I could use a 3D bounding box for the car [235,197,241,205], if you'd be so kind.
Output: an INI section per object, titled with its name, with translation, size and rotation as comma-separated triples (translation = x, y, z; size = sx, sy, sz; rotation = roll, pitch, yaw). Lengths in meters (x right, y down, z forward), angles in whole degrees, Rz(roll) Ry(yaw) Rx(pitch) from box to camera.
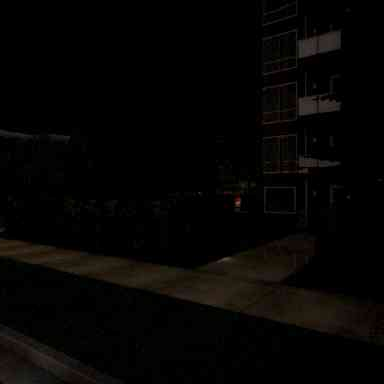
[car]
translation = 9.336, 1.478, 58.051
size = 1.882, 1.535, 5.008
rotation = 0, 0, 36
